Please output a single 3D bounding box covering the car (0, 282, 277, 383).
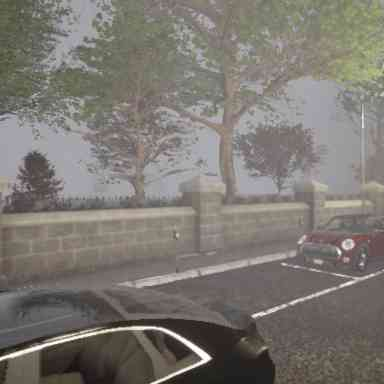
[{"bbox_3d":[-1.488,1.533,2.099,4.892,1.490,1.837,0,-1,-38],"label":"car"}]

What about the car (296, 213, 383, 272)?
[{"bbox_3d":[5.186,1.465,10.793,4.097,1.590,1.967,0,-1,-38],"label":"car"}]
